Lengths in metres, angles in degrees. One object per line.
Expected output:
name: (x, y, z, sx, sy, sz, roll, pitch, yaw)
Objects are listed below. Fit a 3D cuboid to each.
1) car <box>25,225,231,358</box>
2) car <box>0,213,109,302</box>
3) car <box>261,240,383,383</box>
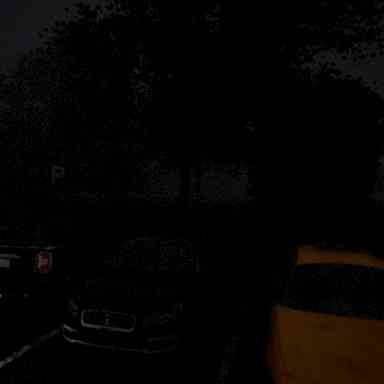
car: (-0.409, 1.466, 6.372, 2.231, 1.521, 4.892, 1, 0, 15)
car: (-2.853, 1.321, 8.048, 2.185, 1.767, 4.553, 0, -1, 15)
car: (1.964, 1.477, 4.468, 1.946, 1.575, 5.366, 1, 0, 15)
